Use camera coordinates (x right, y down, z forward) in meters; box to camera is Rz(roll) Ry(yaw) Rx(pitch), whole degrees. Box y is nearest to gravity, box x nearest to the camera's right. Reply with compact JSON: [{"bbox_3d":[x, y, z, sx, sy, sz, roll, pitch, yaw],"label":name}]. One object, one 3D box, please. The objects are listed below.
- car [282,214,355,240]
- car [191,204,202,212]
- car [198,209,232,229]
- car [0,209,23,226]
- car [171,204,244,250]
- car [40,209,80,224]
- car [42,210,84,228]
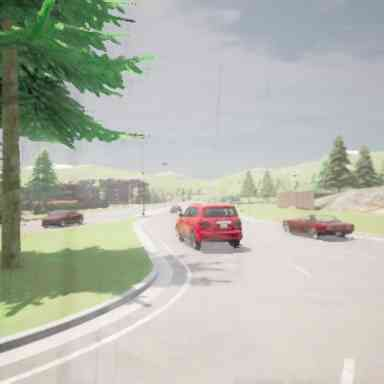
[{"bbox_3d":[7.125,1.936,19.399,1.895,1.301,4.718,-1,-1,-13],"label":"car"},{"bbox_3d":[0.871,3.065,63.884,2.033,1.411,5.357,-1,-1,0],"label":"car"},{"bbox_3d":[1.826,2.205,27.907,1.994,1.385,4.181,-1,-1,-9],"label":"car"},{"bbox_3d":[-18.920,2.366,32.116,2.150,2.045,5.566,-1,-1,11],"label":"car"},{"bbox_3d":[0.701,1.617,16.695,2.150,2.045,5.566,-1,-1,-14],"label":"car"},{"bbox_3d":[-14.752,2.739,37.496,2.033,1.411,5.357,-1,-1,3],"label":"car"},{"bbox_3d":[-12.053,2.471,31.378,1.882,1.535,5.008,-1,0,11],"label":"car"}]
